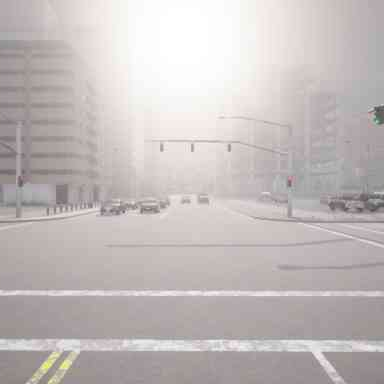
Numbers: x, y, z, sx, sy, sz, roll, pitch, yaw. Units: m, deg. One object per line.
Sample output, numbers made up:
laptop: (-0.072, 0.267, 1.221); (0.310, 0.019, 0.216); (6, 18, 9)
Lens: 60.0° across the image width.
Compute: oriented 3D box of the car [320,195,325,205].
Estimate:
car: (22.081, 1.395, 53.281); (1.970, 1.475, 3.806); (0, 0, 0)

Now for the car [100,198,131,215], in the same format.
car: (-8.067, 1.491, 34.285); (2.128, 1.511, 4.902); (0, 0, 0)

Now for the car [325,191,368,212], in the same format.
car: (16.569, 1.153, 35.841); (1.932, 1.855, 4.605); (0, 0, 0)

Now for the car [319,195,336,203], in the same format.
car: (27.773, 1.395, 68.412); (1.970, 1.475, 3.806); (0, 0, 0)

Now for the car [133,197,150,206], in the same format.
car: (-8.223, 1.564, 54.481); (1.994, 1.385, 4.181); (0, 0, 0)

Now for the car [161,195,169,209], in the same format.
car: (-4.666, 1.352, 46.053); (2.097, 1.767, 4.553); (0, 0, -1)

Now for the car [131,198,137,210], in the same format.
car: (-8.138, 1.526, 43.434); (1.812, 1.442, 4.674); (0, 0, 0)

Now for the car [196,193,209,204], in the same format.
car: (2.273, 1.478, 64.710); (1.882, 1.535, 5.008); (0, 0, 0)

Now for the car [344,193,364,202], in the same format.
car: (33.352, 1.153, 68.490); (1.932, 1.855, 4.605); (0, 0, 0)

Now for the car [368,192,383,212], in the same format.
car: (19.463, 1.156, 35.801); (1.905, 1.878, 3.866); (0, 0, 0)

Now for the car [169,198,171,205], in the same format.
car: (-4.737, 1.353, 55.971); (2.097, 1.767, 4.553); (0, 0, 0)

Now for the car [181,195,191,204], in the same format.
car: (-1.233, 1.601, 65.383); (1.895, 1.301, 4.718); (0, 0, 0)

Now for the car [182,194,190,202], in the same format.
car: (-1.311, 1.304, 74.454); (1.882, 1.535, 5.008); (0, 0, 0)

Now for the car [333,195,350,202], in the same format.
car: (30.669, 1.364, 68.426); (1.784, 1.438, 3.905); (0, 0, 0)

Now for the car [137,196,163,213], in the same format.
car: (-4.590, 1.505, 36.910); (1.837, 1.490, 4.892); (0, 0, 0)
